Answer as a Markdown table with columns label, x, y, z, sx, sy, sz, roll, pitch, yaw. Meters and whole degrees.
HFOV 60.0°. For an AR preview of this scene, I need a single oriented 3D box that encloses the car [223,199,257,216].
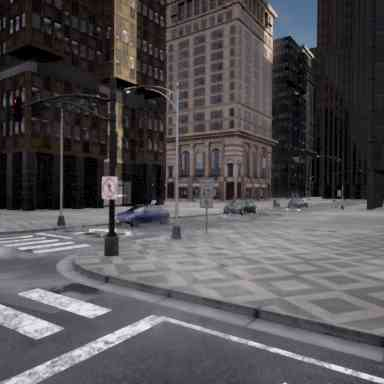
| label | x | y | z | sx | sy | sz | roll | pitch | yaw |
| --- | --- | --- | --- | --- | --- | --- | --- | --- | --- |
| car | 5.116 | 1.534 | 35.020 | 2.097 | 1.767 | 4.553 | 1 | 0 | 35 |

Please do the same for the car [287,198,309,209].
| label | x | y | z | sx | sy | sz | roll | pitch | yaw |
| --- | --- | --- | --- | --- | --- | --- | --- | --- | --- |
| car | 16.024 | 1.634 | 50.293 | 2.097 | 1.767 | 4.553 | 1 | 0 | 35 |

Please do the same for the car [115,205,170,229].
| label | x | y | z | sx | sy | sz | roll | pitch | yaw |
| --- | --- | --- | --- | --- | --- | --- | --- | --- | --- |
| car | -3.401 | 1.620 | 22.982 | 1.812 | 1.442 | 4.674 | 1 | 0 | 35 |
